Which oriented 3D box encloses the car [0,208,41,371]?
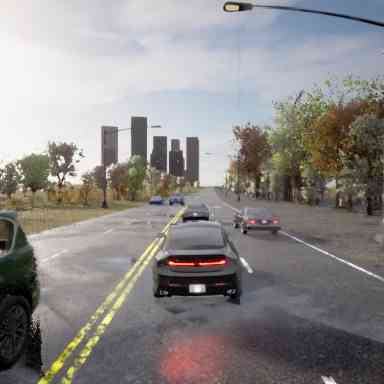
[{"bbox_3d":[-3.341,1.222,2.761,2.150,2.045,5.566,0,0,0],"label":"car"}]

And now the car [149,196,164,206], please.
[{"bbox_3d":[-5.657,1.389,53.179,1.882,1.535,5.008,0,0,2],"label":"car"}]

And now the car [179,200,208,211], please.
[{"bbox_3d":[0.298,1.527,25.693,1.994,1.385,4.181,-1,1,2],"label":"car"}]

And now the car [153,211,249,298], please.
[{"bbox_3d":[0.120,1.490,8.503,1.837,1.490,4.892,-1,1,1],"label":"car"}]

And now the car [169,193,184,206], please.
[{"bbox_3d":[-2.395,1.129,53.402,2.150,2.045,5.566,0,0,2],"label":"car"}]

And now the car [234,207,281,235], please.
[{"bbox_3d":[3.506,1.523,18.731,2.033,1.411,5.357,0,0,0],"label":"car"}]
